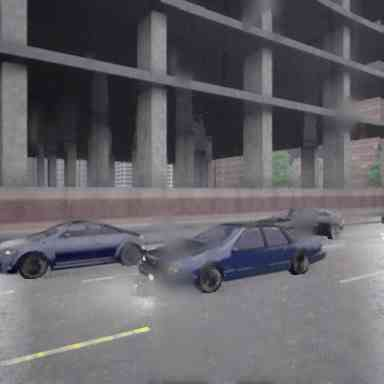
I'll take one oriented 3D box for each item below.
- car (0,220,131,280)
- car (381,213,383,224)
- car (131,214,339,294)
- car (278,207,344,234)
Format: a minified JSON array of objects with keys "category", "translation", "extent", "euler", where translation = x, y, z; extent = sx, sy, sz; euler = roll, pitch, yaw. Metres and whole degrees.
[{"category":"car","translation":[-3.531,1.561,10.006],"extent":[4.181,1.385,1.994],"euler":[0,0,-33]},{"category":"car","translation":[10.755,1.491,14.939],"extent":[4.892,1.490,1.837],"euler":[0,0,-32]},{"category":"car","translation":[1.329,1.542,8.950],"extent":[5.357,1.411,2.033],"euler":[0,0,-32]},{"category":"car","translation":[4.991,1.481,15.423],"extent":[4.902,1.511,2.128],"euler":[0,0,-32]}]
